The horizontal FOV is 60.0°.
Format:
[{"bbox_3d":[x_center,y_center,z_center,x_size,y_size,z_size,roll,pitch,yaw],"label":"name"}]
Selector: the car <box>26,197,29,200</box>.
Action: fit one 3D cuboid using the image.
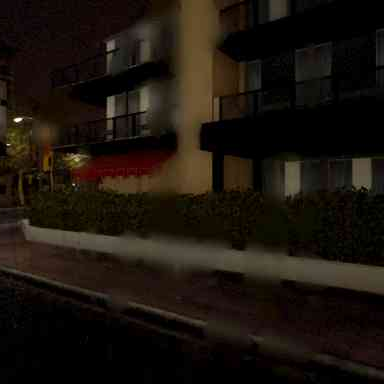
[{"bbox_3d":[-36.115,1.481,67.977,4.892,1.521,2.231,0,0,36],"label":"car"}]
